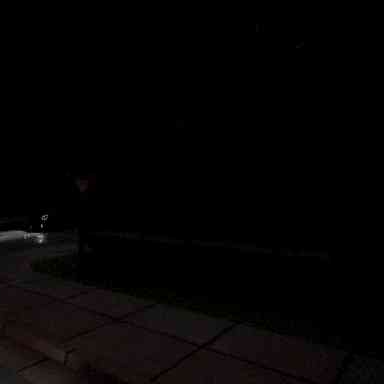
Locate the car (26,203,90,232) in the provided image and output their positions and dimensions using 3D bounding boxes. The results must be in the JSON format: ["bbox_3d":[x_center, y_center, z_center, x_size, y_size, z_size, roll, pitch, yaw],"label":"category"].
[{"bbox_3d":[-8.130,1.490,21.377,2.097,1.767,4.553,0,0,35],"label":"car"}]
